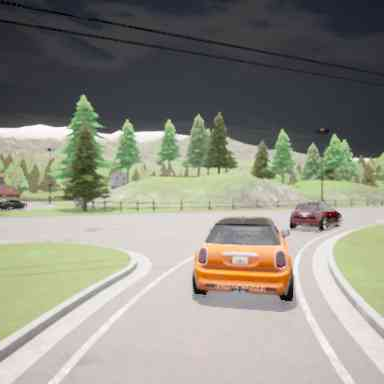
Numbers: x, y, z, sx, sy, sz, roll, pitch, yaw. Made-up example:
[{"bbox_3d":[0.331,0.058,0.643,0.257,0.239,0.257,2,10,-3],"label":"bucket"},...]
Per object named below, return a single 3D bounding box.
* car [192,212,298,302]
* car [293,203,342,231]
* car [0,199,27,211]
[{"bbox_3d":[1.459,1.402,8.722,2.097,1.767,4.553,0,0,13],"label":"car"},{"bbox_3d":[8.222,1.475,21.881,2.097,1.767,4.553,0,0,40],"label":"car"},{"bbox_3d":[-24.240,1.749,44.659,1.837,1.490,4.892,1,0,9],"label":"car"}]
